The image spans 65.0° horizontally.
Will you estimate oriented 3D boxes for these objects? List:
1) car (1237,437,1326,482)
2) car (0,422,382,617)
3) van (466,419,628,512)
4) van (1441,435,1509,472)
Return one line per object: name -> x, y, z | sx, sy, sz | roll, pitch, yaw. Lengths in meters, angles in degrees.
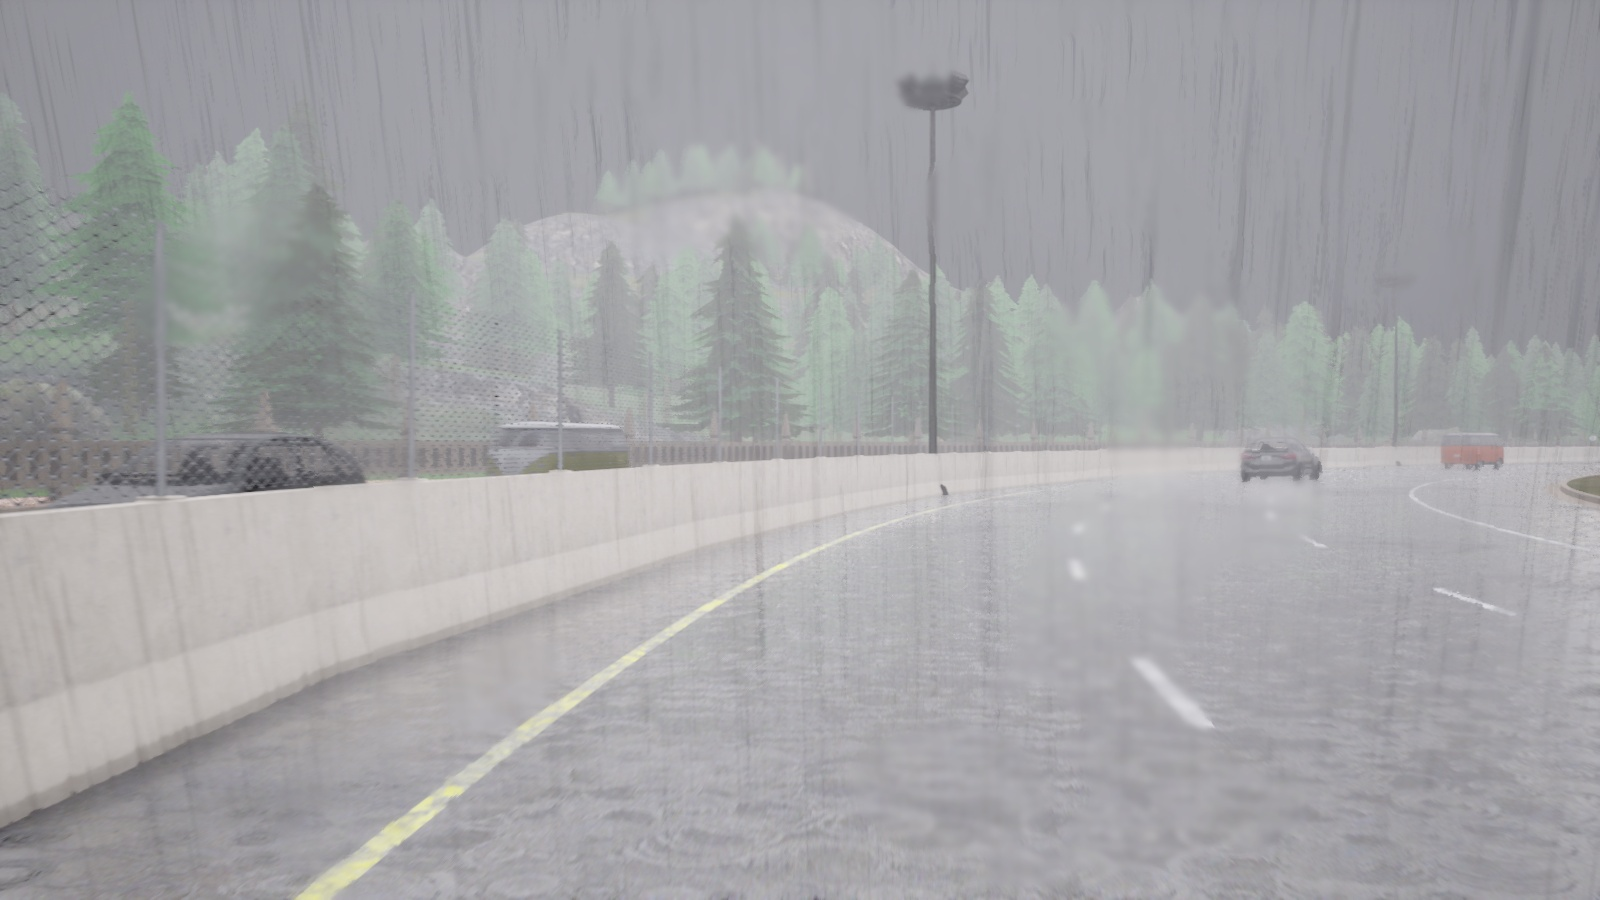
car -> 18.642, 0.344, 48.479 | 2.242, 1.667, 4.611 | 0, 0, 33
car -> -5.983, 0.565, 12.544 | 1.851, 1.617, 3.988 | 0, 0, 8
van -> -5.758, 0.326, 29.185 | 1.775, 1.987, 4.442 | 0, 0, 17
van -> 37.076, 0.162, 68.944 | 4.442, 1.987, 1.775 | 0, 0, -40
